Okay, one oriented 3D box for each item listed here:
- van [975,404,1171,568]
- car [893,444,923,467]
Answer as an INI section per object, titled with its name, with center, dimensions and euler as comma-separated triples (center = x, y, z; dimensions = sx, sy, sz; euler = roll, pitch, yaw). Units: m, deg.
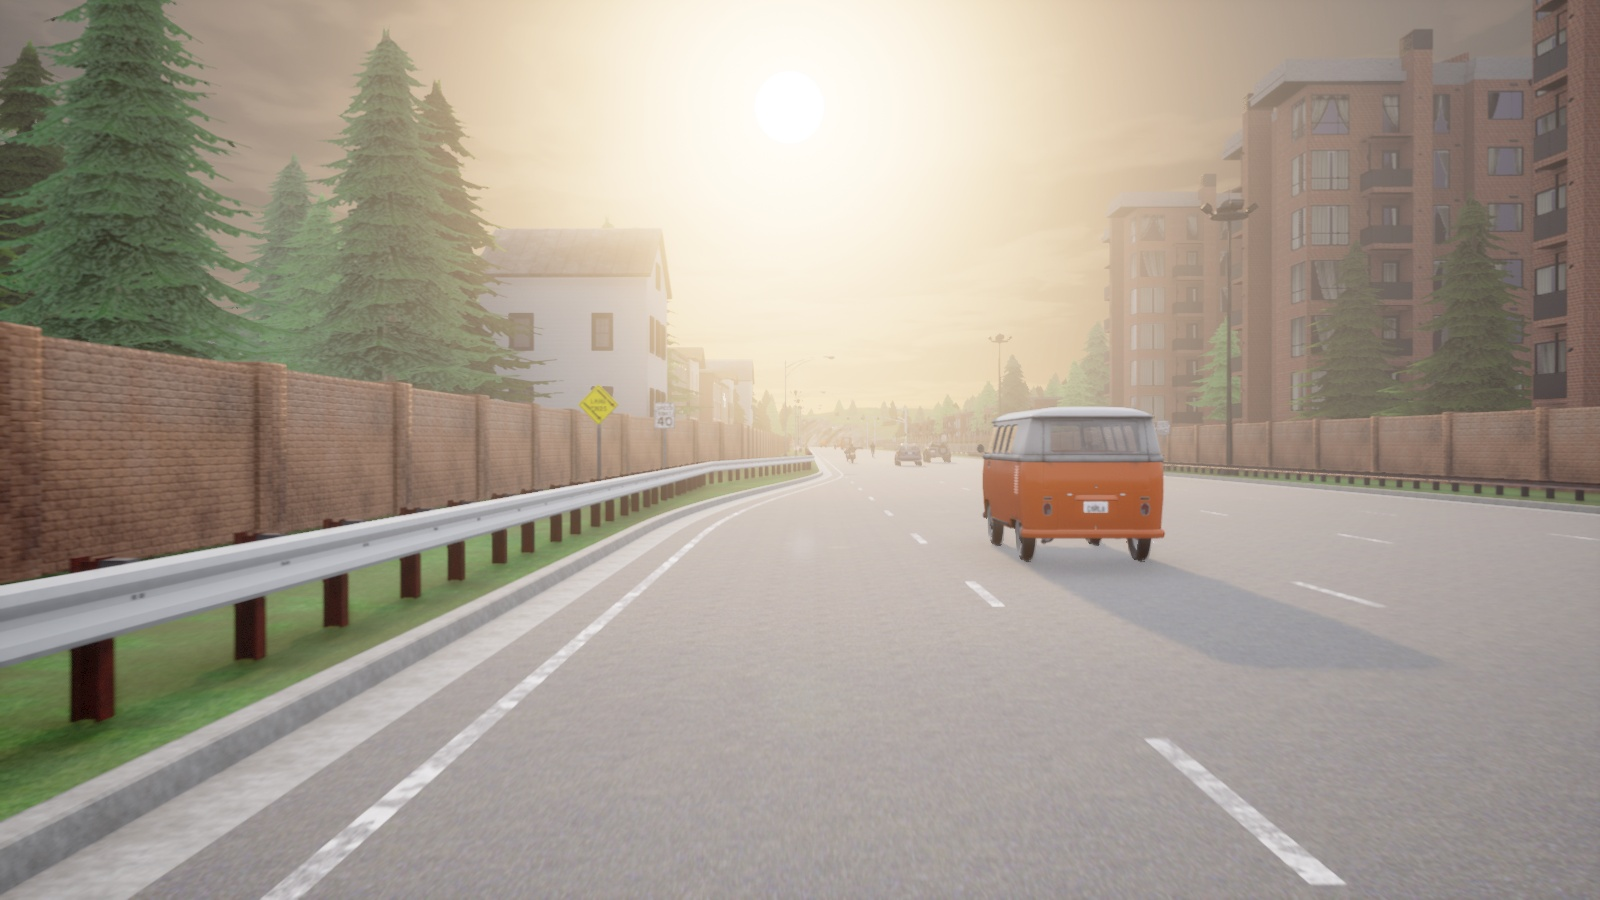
[van]
center = 3.614, 0.425, 17.413
dimensions = 1.775, 1.987, 4.442
euler = 0, 0, 0
[car]
center = 7.513, 0.344, 87.694
dimensions = 1.789, 1.549, 3.705
euler = 0, 0, 0
